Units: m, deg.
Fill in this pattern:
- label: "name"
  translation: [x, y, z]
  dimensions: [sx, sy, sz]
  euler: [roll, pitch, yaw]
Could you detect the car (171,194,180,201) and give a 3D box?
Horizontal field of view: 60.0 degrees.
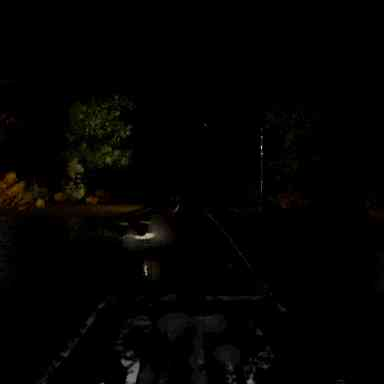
- label: "car"
  translation: [-3.754, 1.315, 77.243]
  dimensions: [1.837, 1.490, 4.892]
  euler: [0, 0, 2]
